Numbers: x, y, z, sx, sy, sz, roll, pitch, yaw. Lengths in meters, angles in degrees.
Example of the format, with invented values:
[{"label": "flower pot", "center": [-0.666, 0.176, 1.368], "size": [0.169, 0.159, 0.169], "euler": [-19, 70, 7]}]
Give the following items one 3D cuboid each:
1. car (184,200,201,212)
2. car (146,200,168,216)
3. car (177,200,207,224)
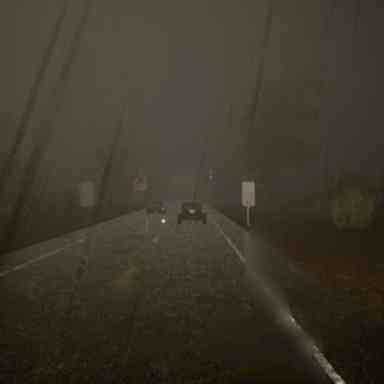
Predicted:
[{"label": "car", "center": [0.045, 1.725, 42.505], "size": [2.033, 1.411, 5.357], "euler": [0, 0, 0]}, {"label": "car", "center": [-3.564, 1.612, 34.684], "size": [1.882, 1.535, 5.008], "euler": [0, -1, 1]}, {"label": "car", "center": [0.011, 1.441, 25.538], "size": [2.097, 1.767, 4.553], "euler": [0, 0, 0]}]
